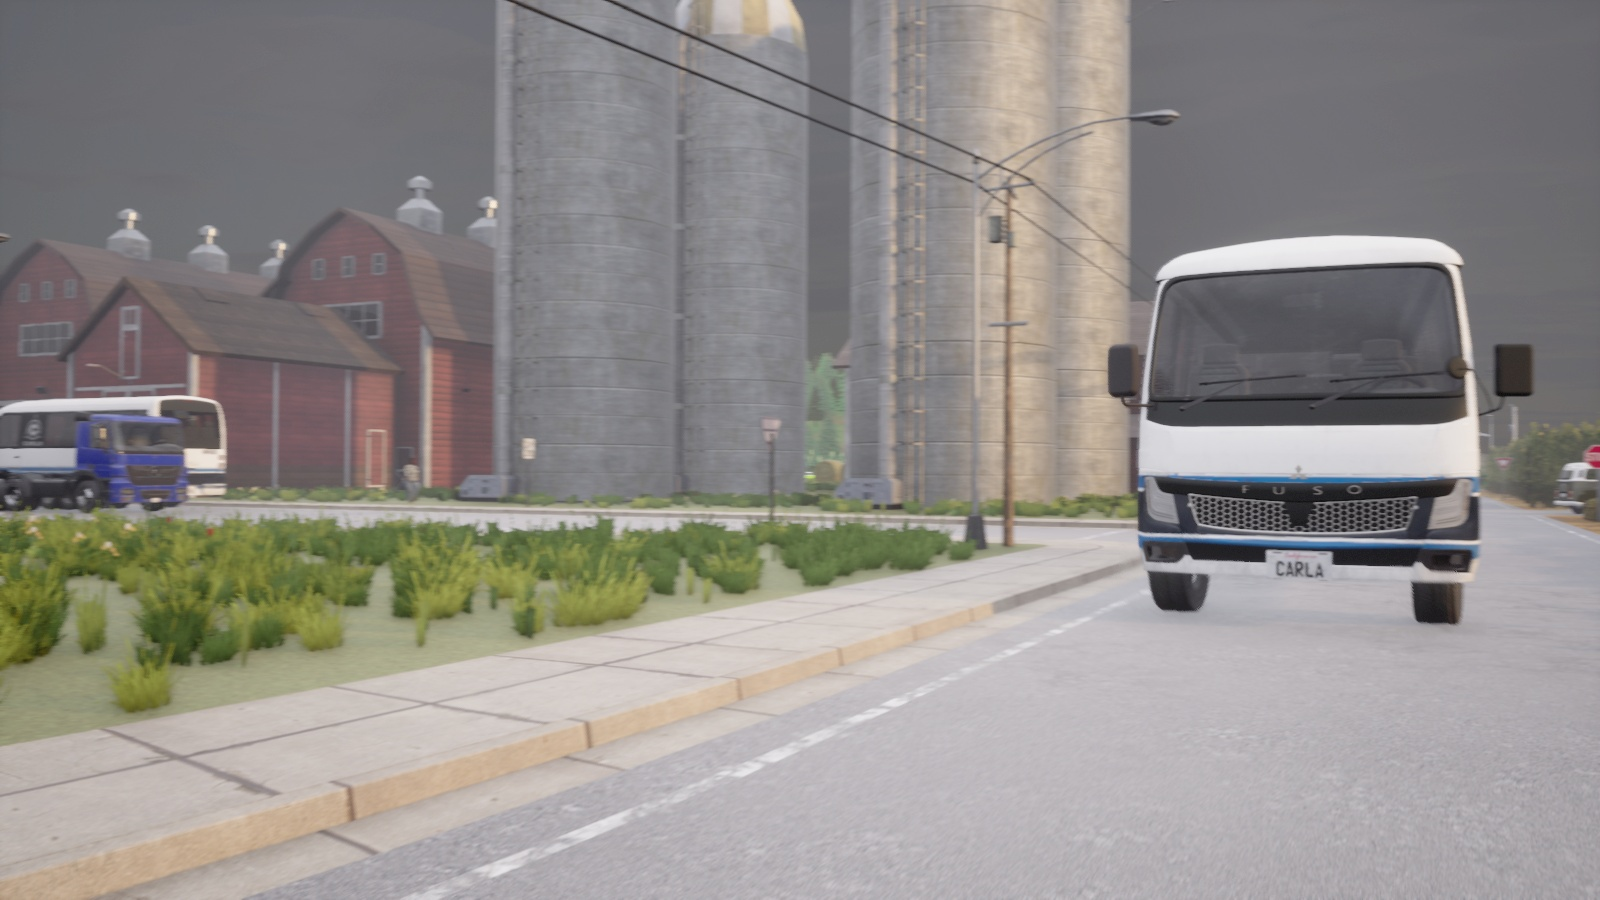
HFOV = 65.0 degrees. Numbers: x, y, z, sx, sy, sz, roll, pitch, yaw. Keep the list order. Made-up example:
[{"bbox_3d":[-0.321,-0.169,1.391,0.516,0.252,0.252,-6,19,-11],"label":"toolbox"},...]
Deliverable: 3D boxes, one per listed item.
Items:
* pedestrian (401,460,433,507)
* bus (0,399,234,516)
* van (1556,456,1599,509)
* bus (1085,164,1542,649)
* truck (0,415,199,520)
[{"bbox_3d":[-15.276,1.338,50.110,0.900,1.855,0.874,-1,-1,44],"label":"pedestrian"},{"bbox_3d":[-27.592,0.339,49.492,10.273,4.253,3.944,-1,-1,26],"label":"bus"},{"bbox_3d":[32.144,1.254,48.575,4.480,2.038,2.069,0,-1,12],"label":"van"},{"bbox_3d":[6.770,-0.298,16.509,3.944,4.253,10.273,-1,-1,24],"label":"bus"},{"bbox_3d":[-25.310,0.646,44.520,7.936,3.462,2.891,-1,-1,26],"label":"truck"}]
